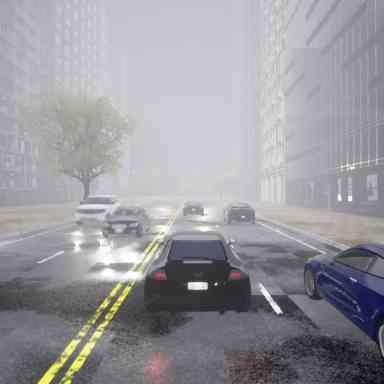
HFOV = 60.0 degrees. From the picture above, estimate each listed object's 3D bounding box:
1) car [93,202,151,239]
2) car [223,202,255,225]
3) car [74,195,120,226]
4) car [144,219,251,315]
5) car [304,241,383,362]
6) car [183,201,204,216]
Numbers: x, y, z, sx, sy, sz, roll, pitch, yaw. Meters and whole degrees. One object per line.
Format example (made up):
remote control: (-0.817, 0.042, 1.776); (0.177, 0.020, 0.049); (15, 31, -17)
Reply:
car: (-3.326, 1.497, 17.587); (2.128, 1.511, 4.902); (0, 0, 0)
car: (3.382, 1.486, 24.461); (1.882, 1.535, 5.008); (0, 0, 0)
car: (-6.563, 1.229, 23.879); (2.150, 2.045, 5.566); (0, 0, 0)
car: (0.107, 1.566, 7.672); (1.994, 1.385, 4.181); (0, 0, 0)
car: (3.355, 1.527, 5.403); (1.812, 1.442, 4.674); (0, 0, 0)
car: (0.143, 1.575, 32.275); (1.994, 1.385, 4.181); (0, 0, 0)
